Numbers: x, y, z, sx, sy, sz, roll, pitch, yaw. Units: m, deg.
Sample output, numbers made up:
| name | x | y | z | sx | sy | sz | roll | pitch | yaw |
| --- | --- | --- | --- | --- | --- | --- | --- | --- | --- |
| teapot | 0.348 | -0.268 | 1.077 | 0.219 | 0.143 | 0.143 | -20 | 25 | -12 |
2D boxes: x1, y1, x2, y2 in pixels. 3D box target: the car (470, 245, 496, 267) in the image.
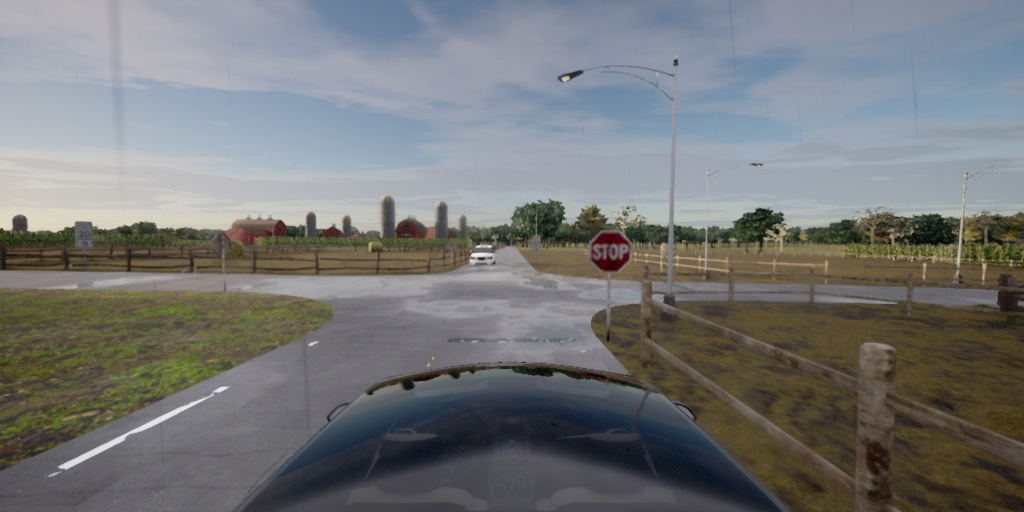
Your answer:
| name | x | y | z | sx | sy | sz | roll | pitch | yaw |
| --- | --- | --- | --- | --- | --- | --- | --- | --- | --- |
| car | -2.743 | 0.024 | 34.626 | 2.150 | 2.045 | 5.566 | 0 | 4 | 0 |
